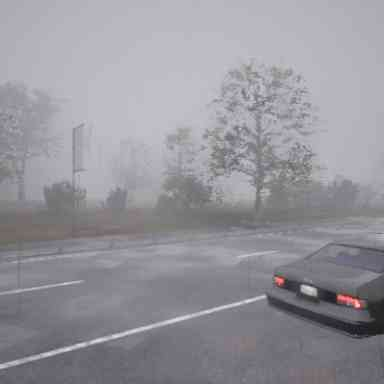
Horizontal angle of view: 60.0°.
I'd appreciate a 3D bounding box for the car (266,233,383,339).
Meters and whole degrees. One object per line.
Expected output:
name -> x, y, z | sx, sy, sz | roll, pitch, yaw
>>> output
car -> 3.824, 1.532, 6.437 | 5.357, 1.411, 2.033 | 0, 0, -35
